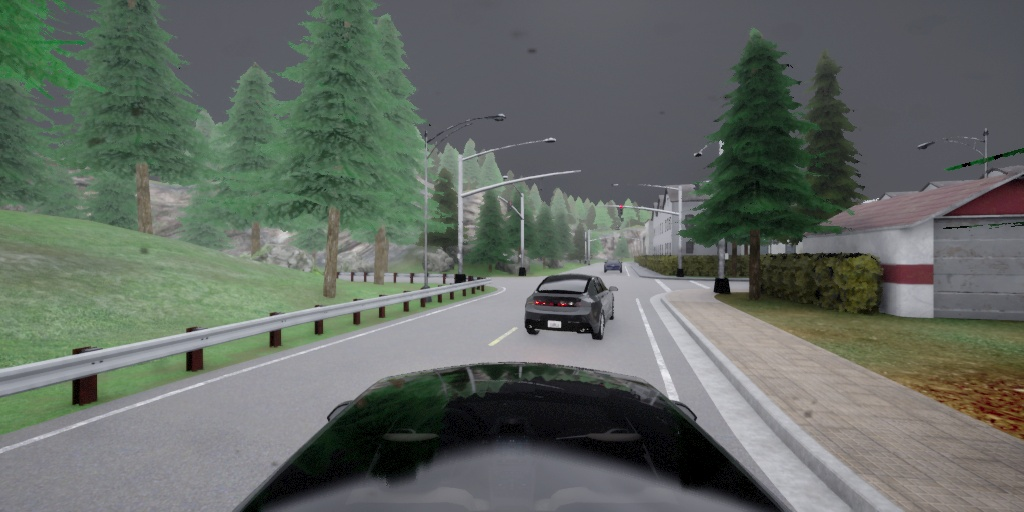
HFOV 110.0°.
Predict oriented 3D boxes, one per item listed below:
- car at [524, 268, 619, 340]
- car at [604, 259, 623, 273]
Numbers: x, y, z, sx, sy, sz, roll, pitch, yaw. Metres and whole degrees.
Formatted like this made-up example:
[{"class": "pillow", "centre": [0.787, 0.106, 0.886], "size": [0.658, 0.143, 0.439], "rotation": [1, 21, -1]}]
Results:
[{"class": "car", "centre": [1.800, 1.255, 10.152], "size": [1.837, 1.490, 4.892], "rotation": [0, 0, 21]}, {"class": "car", "centre": [12.436, 1.102, 43.994], "size": [2.097, 1.767, 4.553], "rotation": [0, 0, 17]}]
